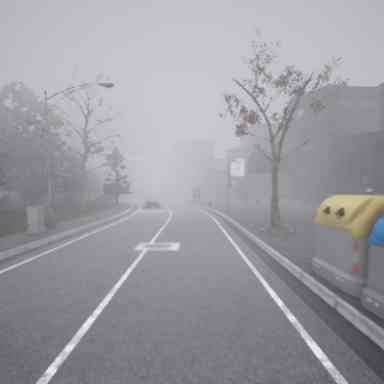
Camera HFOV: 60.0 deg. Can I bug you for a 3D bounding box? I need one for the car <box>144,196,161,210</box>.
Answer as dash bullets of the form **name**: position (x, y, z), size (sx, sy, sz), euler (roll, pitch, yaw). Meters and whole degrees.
- **car**: position (-4.817, 1.296, 40.897), size (1.882, 1.535, 5.008), euler (-1, 0, -7)
